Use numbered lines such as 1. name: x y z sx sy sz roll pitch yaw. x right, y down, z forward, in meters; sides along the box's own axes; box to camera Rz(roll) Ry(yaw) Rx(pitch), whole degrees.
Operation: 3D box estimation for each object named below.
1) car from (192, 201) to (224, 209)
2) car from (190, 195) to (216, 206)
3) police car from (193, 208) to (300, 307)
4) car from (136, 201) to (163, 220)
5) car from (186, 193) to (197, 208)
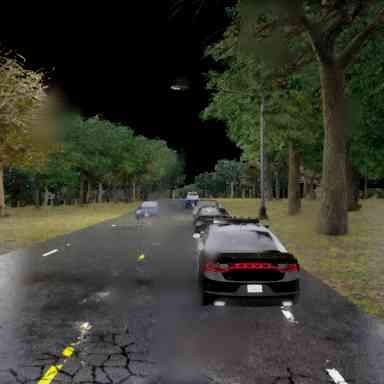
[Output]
1. car: 1.080 1.465 18.091 1.882 1.535 5.008 0 0 0
2. car: 1.089 1.324 24.063 2.097 1.767 4.553 0 0 0
3. police car: 1.064 1.425 8.199 1.930 1.638 5.238 0 0 0
4. car: -3.453 1.489 27.646 1.812 1.442 4.674 0 0 0
5. car: 0.119 1.359 46.876 1.882 1.535 5.008 0 0 1
